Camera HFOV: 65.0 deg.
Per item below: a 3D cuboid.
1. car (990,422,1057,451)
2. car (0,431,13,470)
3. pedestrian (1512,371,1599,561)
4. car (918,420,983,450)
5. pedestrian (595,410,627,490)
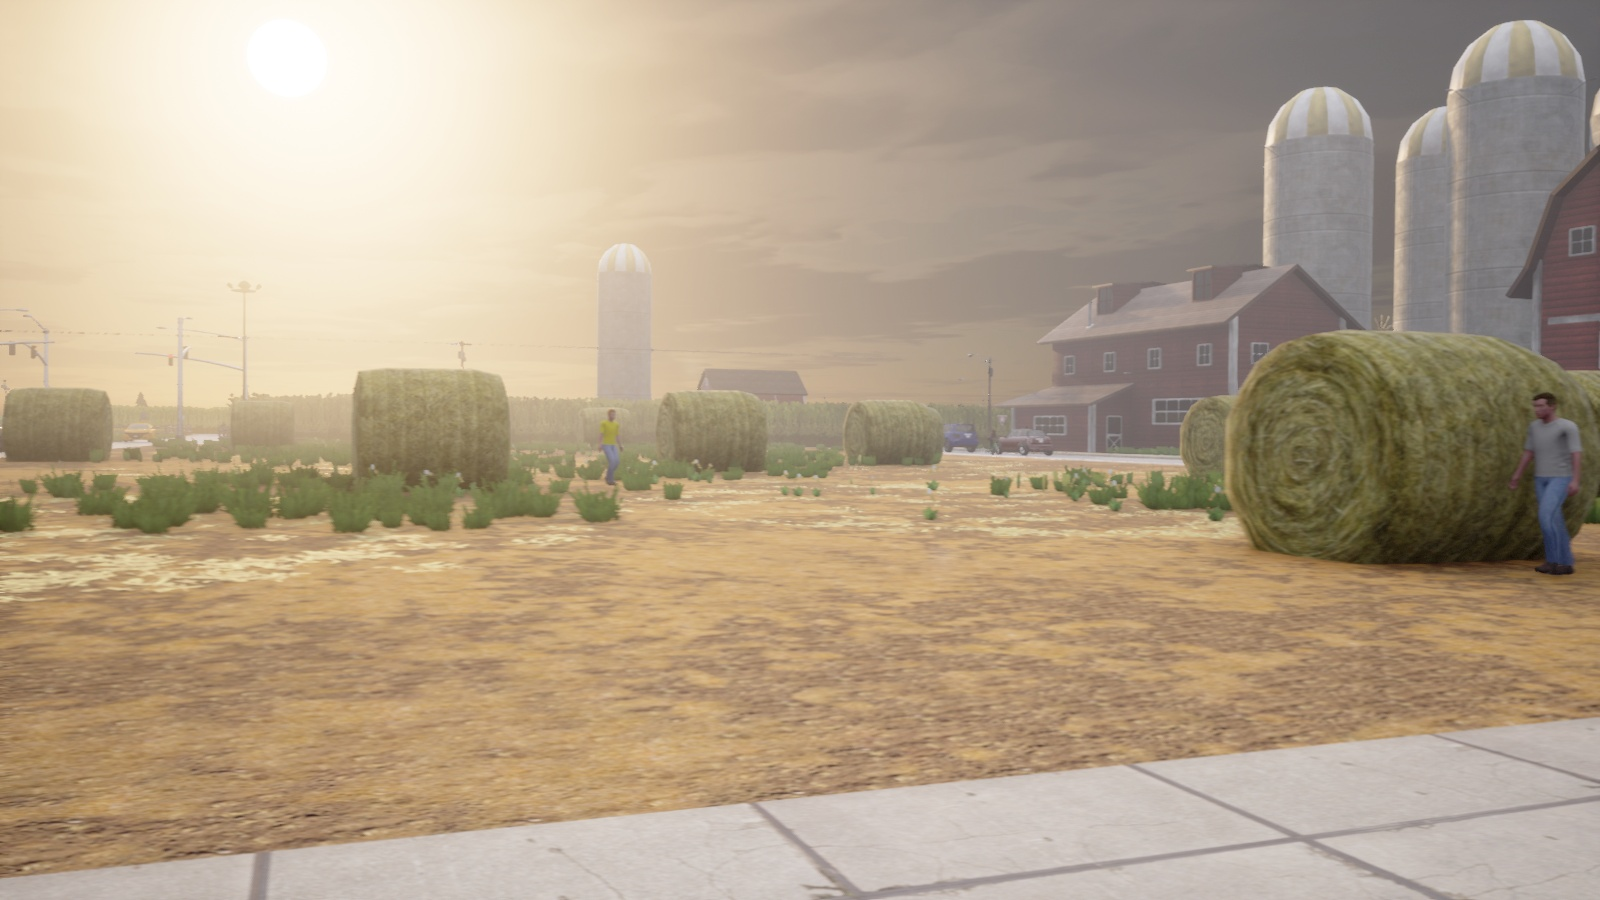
[{"bbox_3d":[14.226,-0.848,80.311,2.097,1.767,4.553,-1,1,-22],"label":"car"},{"bbox_3d":[-38.612,0.046,58.796,1.932,1.855,4.605,-1,1,-18],"label":"car"},{"bbox_3d":[7.458,0.146,12.392,0.706,1.836,0.354,-1,1,-15],"label":"pedestrian"},{"bbox_3d":[10.635,-1.095,89.267,2.150,2.045,5.566,-1,1,-22],"label":"car"},{"bbox_3d":[-4.416,-0.009,29.352,0.706,1.836,0.354,0,1,42],"label":"pedestrian"}]
